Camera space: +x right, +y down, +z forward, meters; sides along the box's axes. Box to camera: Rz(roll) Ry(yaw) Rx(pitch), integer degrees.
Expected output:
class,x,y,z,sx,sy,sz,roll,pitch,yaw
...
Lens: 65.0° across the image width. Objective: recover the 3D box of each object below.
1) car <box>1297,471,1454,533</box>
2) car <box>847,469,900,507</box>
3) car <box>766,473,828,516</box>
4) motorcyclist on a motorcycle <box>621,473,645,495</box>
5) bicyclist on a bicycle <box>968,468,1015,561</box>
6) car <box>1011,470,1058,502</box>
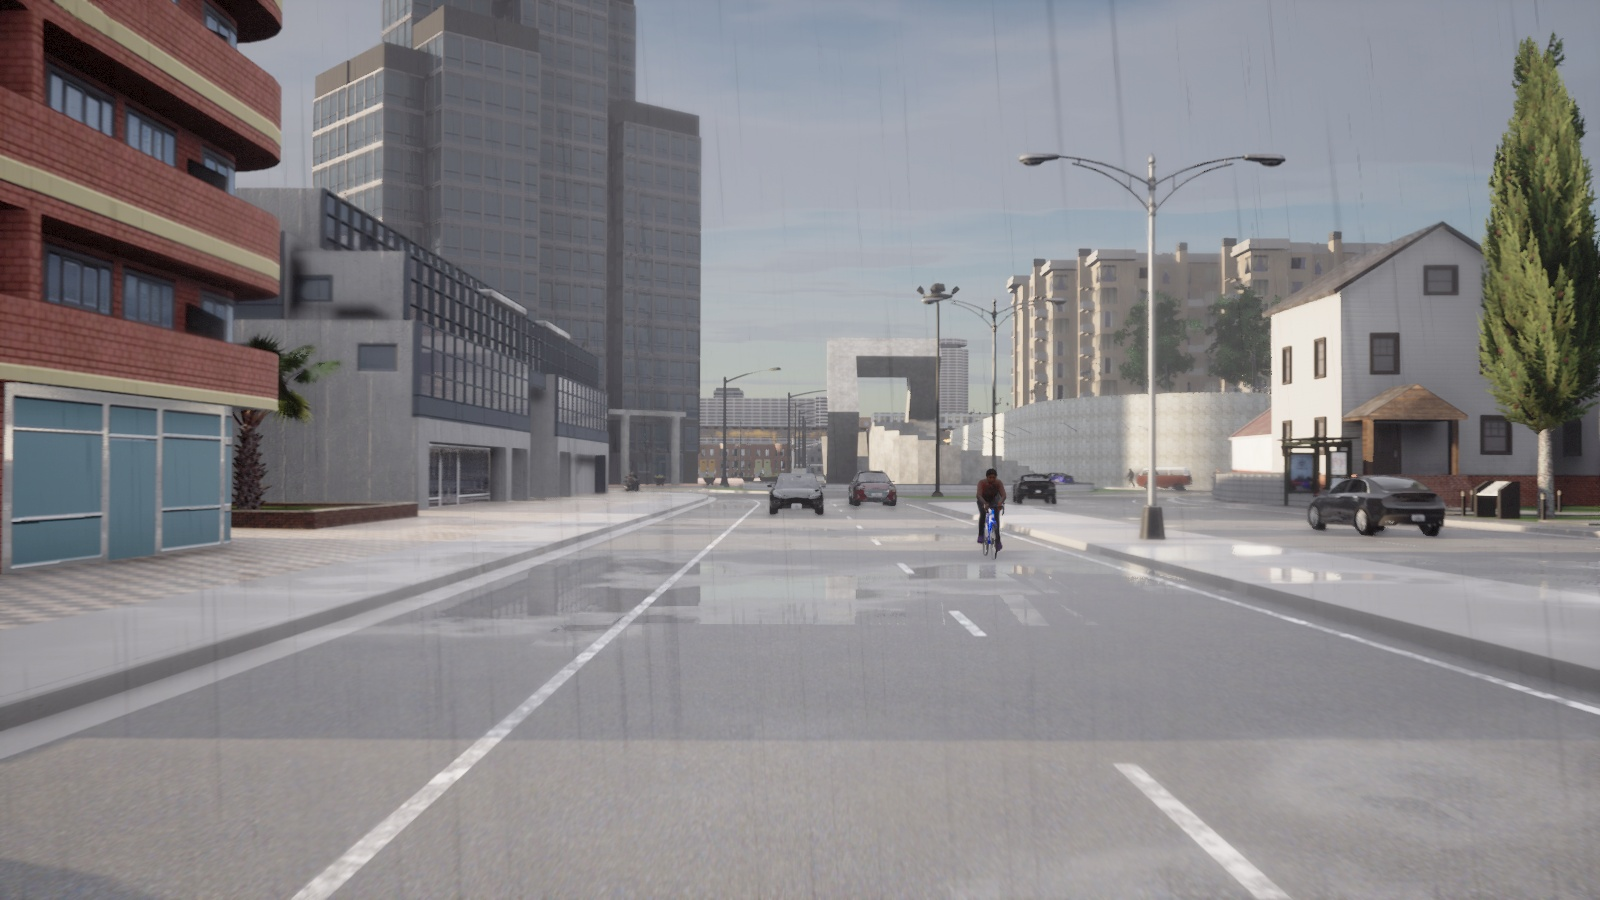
class,x,y,z,sx,sy,sz,roll,pitch,yaw
car,14.920,1.310,32.871,1.837,1.490,4.892,0,-1,0
car,3.326,1.697,57.659,2.033,1.649,4.856,0,-1,-2
car,-0.112,1.593,46.484,2.163,1.488,4.792,0,-1,0
motorcyclist on a motorcycle,-11.930,2.402,89.883,0.866,1.530,2.191,0,-1,-32
bicyclist on a bicycle,3.445,1.134,22.698,0.582,1.620,1.656,0,-1,0
car,11.806,1.807,63.436,1.882,1.535,5.008,0,-1,6
